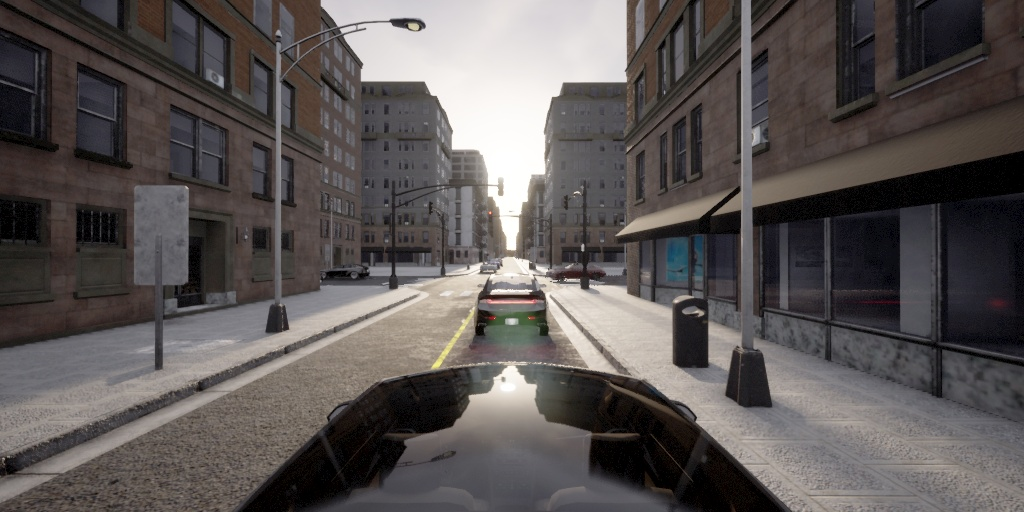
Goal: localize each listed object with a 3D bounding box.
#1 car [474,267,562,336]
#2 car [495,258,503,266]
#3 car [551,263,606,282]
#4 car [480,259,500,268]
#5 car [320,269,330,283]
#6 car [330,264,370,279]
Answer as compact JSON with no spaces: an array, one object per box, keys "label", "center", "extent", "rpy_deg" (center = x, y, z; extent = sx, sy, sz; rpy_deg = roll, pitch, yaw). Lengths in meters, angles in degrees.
[{"label":"car","center":[-0.001,1.242,10.388],"extent":[2.128,1.511,4.902],"rpy_deg":[0,0,0]},{"label":"car","center":[-2.845,1.185,55.327],"extent":[1.882,1.535,5.008],"rpy_deg":[0,0,0]},{"label":"car","center":[5.124,1.273,28.583],"extent":[4.674,1.442,1.812],"rpy_deg":[0,0,-8]},{"label":"car","center":[-2.853,1.325,43.688],"extent":[1.895,1.301,4.718],"rpy_deg":[0,0,0]},{"label":"car","center":[-14.773,1.289,23.532],"extent":[4.313,1.339,1.948],"rpy_deg":[0,0,0]},{"label":"car","center":[-14.768,1.329,31.558],"extent":[4.313,1.339,1.948],"rpy_deg":[0,0,0]}]
